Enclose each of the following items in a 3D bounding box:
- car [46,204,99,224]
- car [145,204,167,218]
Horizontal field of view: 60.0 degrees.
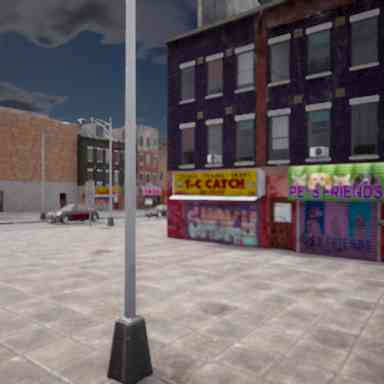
[{"bbox_3d":[-9.605,1.676,26.819,1.967,1.590,4.097,-1,-2,36],"label":"car"},{"bbox_3d":[-3.176,2.024,35.608,2.008,1.369,4.403,-1,-2,36],"label":"car"}]
